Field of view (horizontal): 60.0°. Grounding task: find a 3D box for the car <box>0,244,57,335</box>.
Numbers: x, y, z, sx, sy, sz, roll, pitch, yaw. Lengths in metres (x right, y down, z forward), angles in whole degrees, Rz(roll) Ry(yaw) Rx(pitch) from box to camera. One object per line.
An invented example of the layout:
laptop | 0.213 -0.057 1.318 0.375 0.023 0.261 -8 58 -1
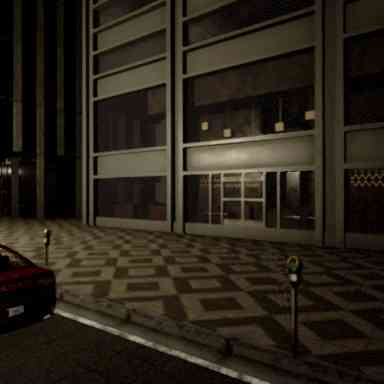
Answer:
car | -4.307 1.553 6.021 4.507 1.381 1.887 0 0 35
